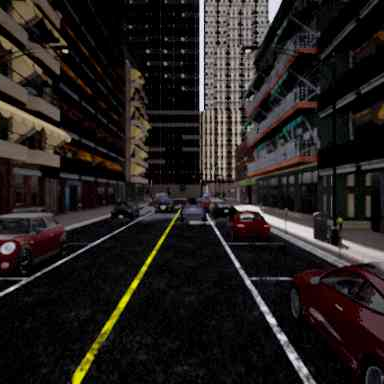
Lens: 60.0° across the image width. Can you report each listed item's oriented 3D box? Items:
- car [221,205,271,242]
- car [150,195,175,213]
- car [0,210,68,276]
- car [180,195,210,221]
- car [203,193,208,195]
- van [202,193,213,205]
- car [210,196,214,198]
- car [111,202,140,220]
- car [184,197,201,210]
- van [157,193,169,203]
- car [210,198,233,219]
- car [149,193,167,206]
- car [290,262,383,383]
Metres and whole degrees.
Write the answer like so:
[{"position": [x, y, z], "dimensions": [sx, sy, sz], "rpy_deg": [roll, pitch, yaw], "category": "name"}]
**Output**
[{"position": [2.570, 1.511, 15.678], "dimensions": [1.802, 1.307, 4.206], "rpy_deg": [0, 0, 0], "category": "car"}, {"position": [-2.843, 1.347, 35.313], "dimensions": [2.128, 1.511, 4.902], "rpy_deg": [0, 0, 0], "category": "car"}, {"position": [-5.309, 1.395, 9.981], "dimensions": [1.967, 1.590, 4.097], "rpy_deg": [0, 0, 0], "category": "car"}, {"position": [0.101, 1.317, 26.150], "dimensions": [2.033, 1.649, 4.856], "rpy_deg": [0, 0, 0], "category": "car"}, {"position": [2.571, 1.254, 49.815], "dimensions": [1.967, 1.590, 4.097], "rpy_deg": [0, 0, 0], "category": "car"}, {"position": [2.572, 1.142, 55.505], "dimensions": [1.690, 1.788, 3.998], "rpy_deg": [0, 0, 0], "category": "van"}, {"position": [2.571, 1.389, 32.918], "dimensions": [1.752, 1.417, 4.829], "rpy_deg": [0, 0, 0], "category": "car"}, {"position": [-5.310, 1.451, 27.051], "dimensions": [1.947, 1.339, 4.313], "rpy_deg": [0, 0, 0], "category": "car"}, {"position": [0.102, 1.383, 41.862], "dimensions": [2.033, 1.411, 5.357], "rpy_deg": [0, 0, 0], "category": "car"}, {"position": [-5.309, 1.130, 61.189], "dimensions": [1.690, 1.788, 3.998], "rpy_deg": [0, 0, 0], "category": "van"}, {"position": [2.570, 1.450, 27.057], "dimensions": [1.947, 1.339, 4.313], "rpy_deg": [0, 0, 0], "category": "car"}, {"position": [-5.309, 1.255, 49.810], "dimensions": [1.967, 1.590, 4.097], "rpy_deg": [0, 0, 0], "category": "car"}, {"position": [2.570, 1.561, 4.300], "dimensions": [1.802, 1.307, 4.206], "rpy_deg": [0, 0, 0], "category": "car"}]
